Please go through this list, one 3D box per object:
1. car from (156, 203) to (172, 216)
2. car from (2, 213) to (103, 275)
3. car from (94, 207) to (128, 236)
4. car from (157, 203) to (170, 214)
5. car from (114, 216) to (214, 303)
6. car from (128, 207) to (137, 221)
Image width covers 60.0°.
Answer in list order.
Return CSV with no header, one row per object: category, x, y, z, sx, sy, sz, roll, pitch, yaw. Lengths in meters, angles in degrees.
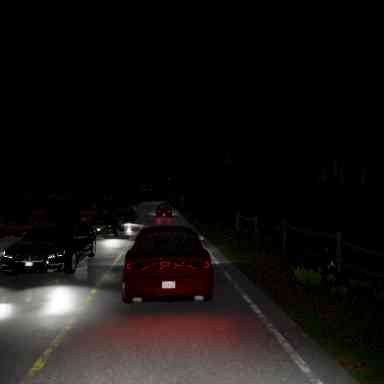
car,-3.351,2.286,39.561,1.895,1.301,4.718,0,-1,-5
car,-4.481,1.681,11.135,1.837,1.490,4.892,0,-1,-5
car,-5.303,1.849,20.562,1.837,1.490,4.892,0,-1,-5
car,-4.220,2.367,49.496,1.837,1.490,4.892,0,-1,-5
car,-0.648,1.612,8.626,1.882,1.535,5.008,0,-1,-5
car,-6.156,2.085,30.442,1.994,1.385,4.181,0,-1,-5
